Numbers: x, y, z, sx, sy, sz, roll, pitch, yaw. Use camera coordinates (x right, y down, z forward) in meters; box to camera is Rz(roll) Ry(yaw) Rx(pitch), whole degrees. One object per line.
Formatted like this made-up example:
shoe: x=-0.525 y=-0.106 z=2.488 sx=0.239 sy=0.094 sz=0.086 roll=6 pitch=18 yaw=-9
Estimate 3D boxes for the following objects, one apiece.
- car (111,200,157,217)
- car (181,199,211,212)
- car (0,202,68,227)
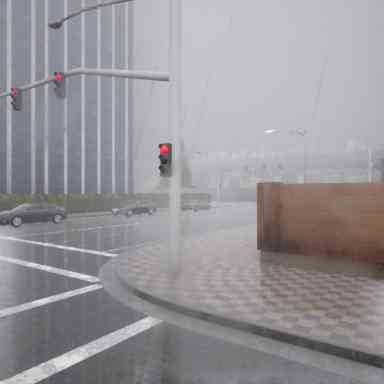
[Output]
car: x=-5.313 y=1.492 z=30.980 sx=2.128 sy=1.511 sz=4.902 roll=0 pitch=0 yaw=35
car: x=0.465 y=1.564 z=39.084 sx=1.994 sy=1.385 sz=4.181 roll=0 pitch=0 yaw=35
car: x=-11.024 y=1.505 z=22.952 sx=1.837 sy=1.490 sz=4.892 roll=0 pitch=0 yaw=35
